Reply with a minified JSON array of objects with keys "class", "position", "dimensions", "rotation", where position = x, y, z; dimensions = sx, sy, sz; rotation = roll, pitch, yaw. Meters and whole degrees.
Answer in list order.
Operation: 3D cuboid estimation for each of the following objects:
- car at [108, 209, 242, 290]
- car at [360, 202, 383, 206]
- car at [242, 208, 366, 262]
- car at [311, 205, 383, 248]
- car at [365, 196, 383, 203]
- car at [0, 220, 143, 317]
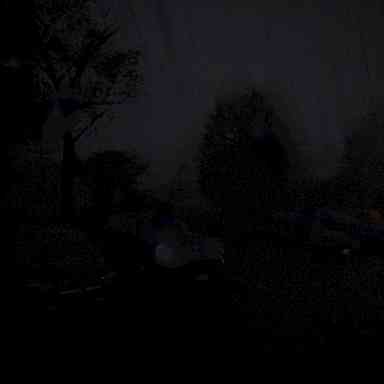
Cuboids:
[{"class":"car","position":[-1.061,1.350,9.342],"dimensions":[2.185,1.767,4.553],"rotation":[0,0,-36]},{"class":"car","position":[7.816,1.460,15.865],"dimensions":[1.946,1.575,5.366],"rotation":[0,0,-36]},{"class":"car","position":[3.507,1.500,12.527],"dimensions":[2.163,1.488,4.792],"rotation":[0,0,-35]},{"class":"car","position":[5.755,1.467,14.174],"dimensions":[2.097,1.535,5.008],"rotation":[0,0,-36]},{"class":"car","position":[10.174,1.208,17.354],"dimensions":[2.435,2.045,5.566],"rotation":[0,0,-36]},{"class":"car","position":[-3.315,1.480,7.704],"dimensions":[2.231,1.521,4.892],"rotation":[0,0,-36]}]
